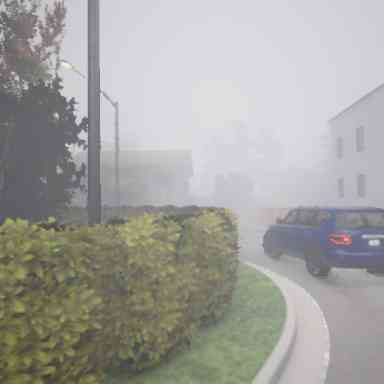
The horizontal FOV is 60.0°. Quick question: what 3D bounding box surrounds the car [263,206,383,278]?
[{"bbox_3d":[4.307,1.486,11.235,2.150,2.045,5.566,1,-2,-8],"label":"car"}]
